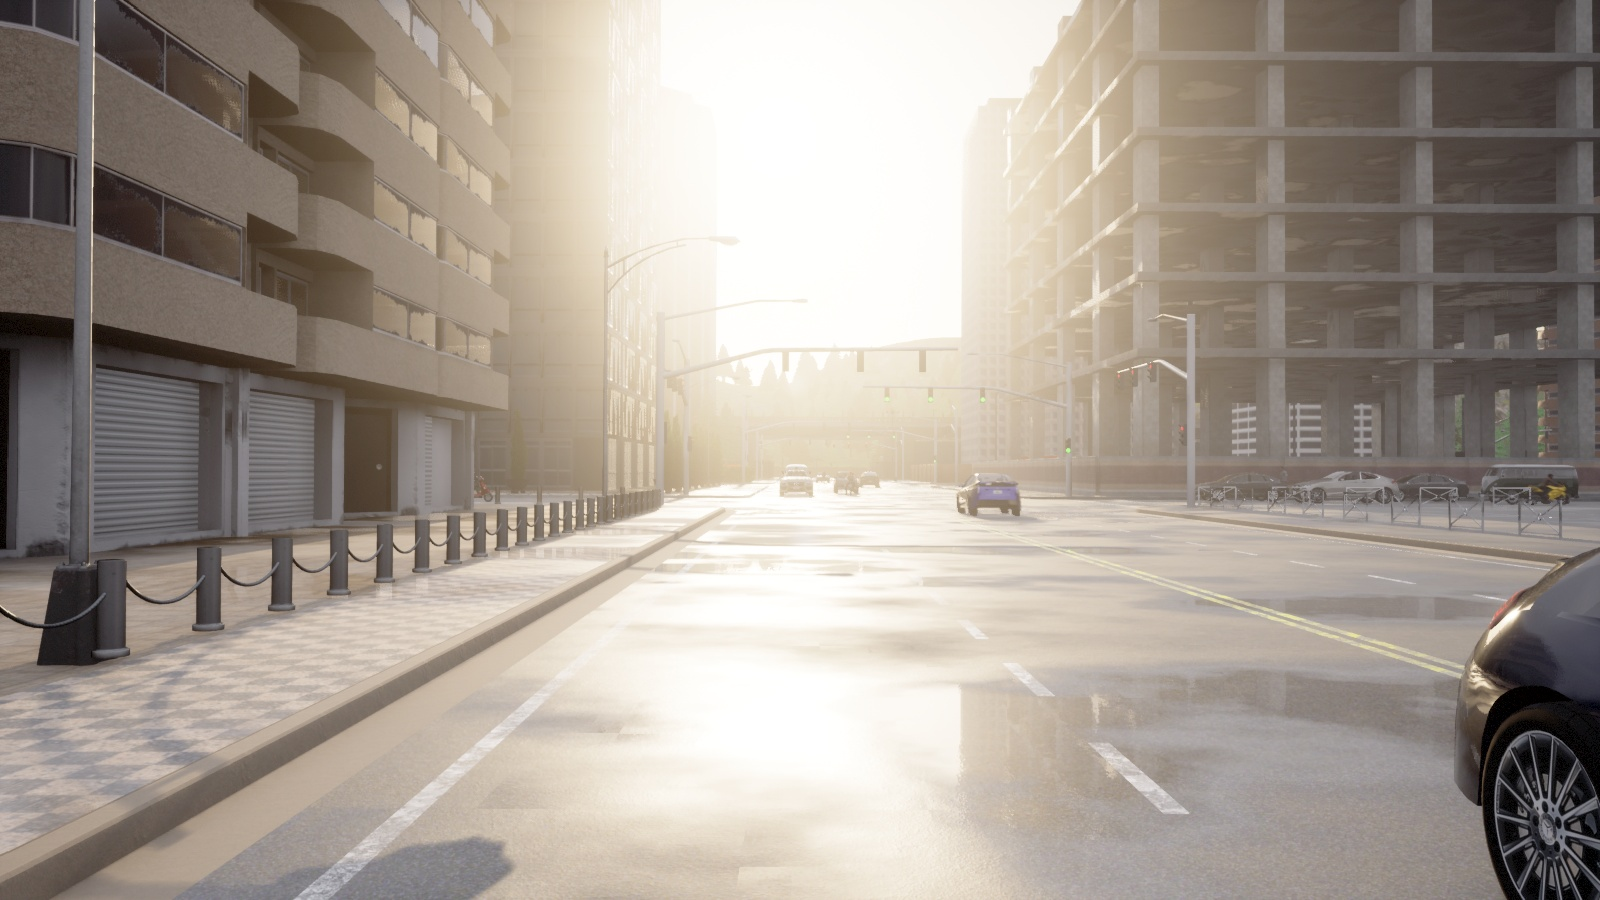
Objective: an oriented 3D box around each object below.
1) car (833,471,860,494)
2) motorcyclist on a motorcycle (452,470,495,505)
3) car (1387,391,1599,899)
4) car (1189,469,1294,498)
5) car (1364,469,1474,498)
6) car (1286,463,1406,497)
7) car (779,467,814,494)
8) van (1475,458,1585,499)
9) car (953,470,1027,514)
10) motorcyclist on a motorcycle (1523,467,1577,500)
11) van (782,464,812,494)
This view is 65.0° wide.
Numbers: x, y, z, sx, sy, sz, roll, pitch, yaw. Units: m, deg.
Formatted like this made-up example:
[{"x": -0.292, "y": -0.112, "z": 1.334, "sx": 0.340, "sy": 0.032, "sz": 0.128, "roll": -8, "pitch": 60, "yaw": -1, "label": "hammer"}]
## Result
[{"x": 3.265, "y": 2.267, "z": 88.743, "sx": 1.789, "sy": 1.549, "sz": 3.705, "roll": 0, "pitch": -1, "yaw": 0, "label": "car"}, {"x": -15.234, "y": 1.756, "z": 58.636, "sx": 1.817, "sy": 1.590, "sz": 0.866, "roll": 0, "pitch": -1, "yaw": 0, "label": "motorcyclist on a motorcycle"}, {"x": 3.492, "y": 0.623, "z": 2.625, "sx": 2.152, "sy": 1.651, "sz": 5.027, "roll": 0, "pitch": -1, "yaw": 0, "label": "car"}, {"x": 23.227, "y": 1.780, "z": 66.199, "sx": 4.892, "sy": 1.490, "sz": 1.837, "roll": 0, "pitch": -1, "yaw": 0, "label": "car"}, {"x": 32.643, "y": 1.743, "z": 66.259, "sx": 4.892, "sy": 1.490, "sz": 1.837, "roll": 0, "pitch": -1, "yaw": -1, "label": "car"}, {"x": 27.222, "y": 1.480, "z": 62.726, "sx": 5.027, "sy": 1.651, "sz": 2.152, "roll": 0, "pitch": -1, "yaw": 0, "label": "car"}, {"x": -0.211, "y": 1.928, "z": 79.617, "sx": 2.152, "sy": 1.651, "sz": 5.027, "roll": 0, "pitch": -1, "yaw": 0, "label": "car"}, {"x": 36.441, "y": 1.418, "z": 62.785, "sx": 4.442, "sy": 1.987, "sz": 1.775, "roll": 0, "pitch": -1, "yaw": 0, "label": "van"}, {"x": 6.878, "y": 1.503, "z": 45.894, "sx": 2.007, "sy": 1.525, "sz": 4.514, "roll": 0, "pitch": -1, "yaw": 0, "label": "car"}, {"x": 35.401, "y": 1.593, "z": 59.275, "sx": 2.044, "sy": 1.523, "sz": 0.797, "roll": 0, "pitch": -1, "yaw": 0, "label": "motorcyclist on a motorcycle"}, {"x": -0.235, "y": 2.027, "z": 88.835, "sx": 2.069, "sy": 2.038, "sz": 4.480, "roll": 0, "pitch": -1, "yaw": 0, "label": "van"}]
